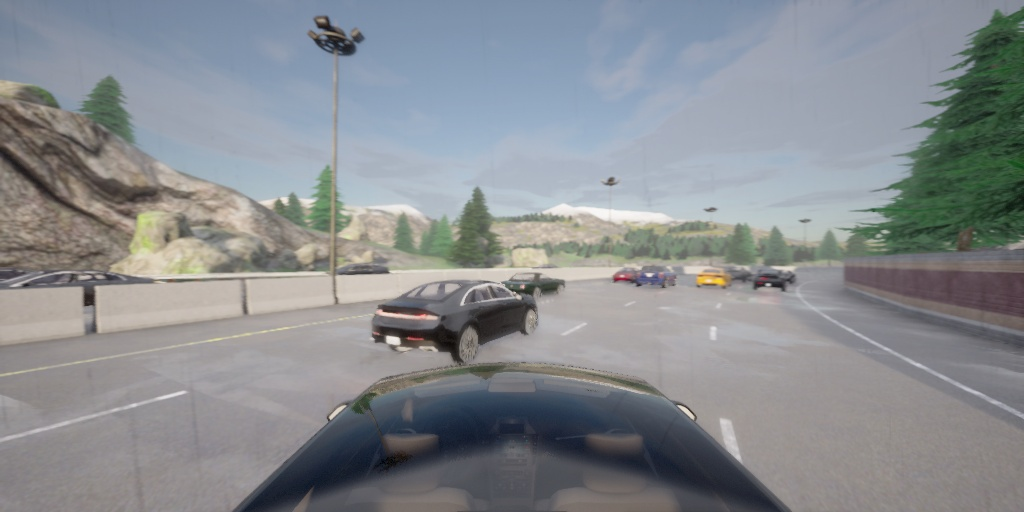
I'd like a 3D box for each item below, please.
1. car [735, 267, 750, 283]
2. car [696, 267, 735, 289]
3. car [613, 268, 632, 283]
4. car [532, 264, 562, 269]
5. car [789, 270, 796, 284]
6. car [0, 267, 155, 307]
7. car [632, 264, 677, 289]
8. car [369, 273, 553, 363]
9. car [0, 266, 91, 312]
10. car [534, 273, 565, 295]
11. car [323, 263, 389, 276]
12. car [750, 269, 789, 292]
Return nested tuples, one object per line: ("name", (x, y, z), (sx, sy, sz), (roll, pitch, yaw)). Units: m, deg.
("car", (22.713, 1.852, 36.056), (2.128, 1.511, 4.902), (0, -1, 42))
("car", (15.769, 1.676, 27.905), (1.882, 1.535, 5.008), (0, -1, 38))
("car", (10.928, 1.764, 33.075), (1.994, 1.385, 4.181), (0, -1, 38))
("car", (4.648, 1.745, 47.711), (2.033, 1.411, 5.357), (0, -1, 41))
("car", (25.823, 1.976, 34.281), (1.895, 1.301, 4.718), (0, -1, 43))
("car", (-15.118, 1.184, 11.889), (2.128, 1.511, 4.902), (0, -1, 26))
("car", (11.306, 1.501, 27.871), (2.097, 1.767, 4.553), (0, -1, 36))
("car", (-0.981, 1.302, 8.448), (2.128, 1.511, 4.902), (0, -1, 27))
("car", (-18.724, 1.151, 12.463), (2.128, 1.511, 4.902), (0, -1, 26))
("car", (1.190, 1.550, 19.376), (1.895, 1.301, 4.718), (0, -1, 32))
("car", (-13.092, 1.409, 29.807), (1.837, 1.490, 4.892), (0, -1, 32))
("car", (18.825, 1.718, 26.136), (1.837, 1.490, 4.892), (0, -1, 38))
